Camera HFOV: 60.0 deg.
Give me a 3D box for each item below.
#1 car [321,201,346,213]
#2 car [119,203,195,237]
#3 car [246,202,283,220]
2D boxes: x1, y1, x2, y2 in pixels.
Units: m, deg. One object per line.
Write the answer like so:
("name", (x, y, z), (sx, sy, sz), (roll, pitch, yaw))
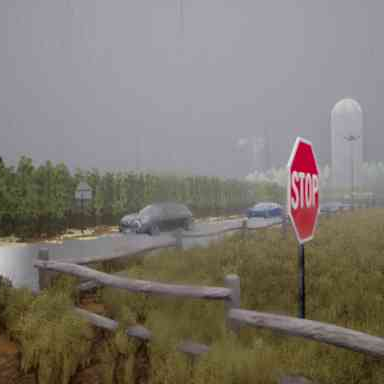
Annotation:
("car", (15.932, 1.715, 37.356), (2.033, 1.411, 5.357), (-1, -1, 35))
("car", (-1.829, 1.400, 18.318), (2.097, 1.767, 4.553), (-1, -1, 36))
("car", (6.619, 1.634, 30.046), (1.882, 1.535, 5.008), (-1, -1, 36))
